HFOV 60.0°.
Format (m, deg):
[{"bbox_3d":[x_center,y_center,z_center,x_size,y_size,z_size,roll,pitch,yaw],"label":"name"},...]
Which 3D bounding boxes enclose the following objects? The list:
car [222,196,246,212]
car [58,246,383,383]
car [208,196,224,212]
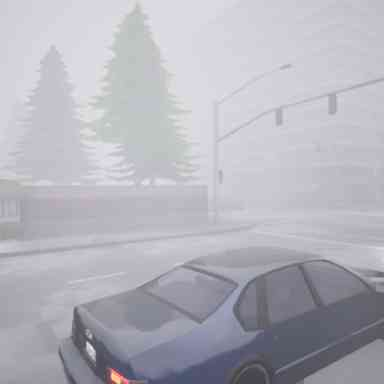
[{"bbox_3d":[3.634,1.234,35.334,1.837,1.490,4.892,-1,1,-35],"label":"car"},{"bbox_3d":[1.106,1.499,4.570,5.357,1.411,2.033,-1,1,-35],"label":"car"},{"bbox_3d":[0.674,1.379,33.460,1.895,1.301,4.718,-1,1,-35],"label":"car"}]
